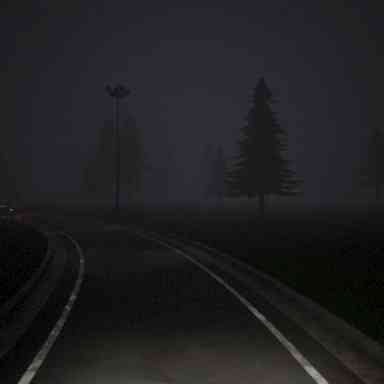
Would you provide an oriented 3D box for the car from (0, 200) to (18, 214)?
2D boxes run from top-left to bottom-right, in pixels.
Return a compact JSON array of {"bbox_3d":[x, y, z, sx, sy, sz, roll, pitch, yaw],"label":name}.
[{"bbox_3d":[-20.129,1.590,35.247,4.674,1.442,1.812,0,0,40],"label":"car"}]
